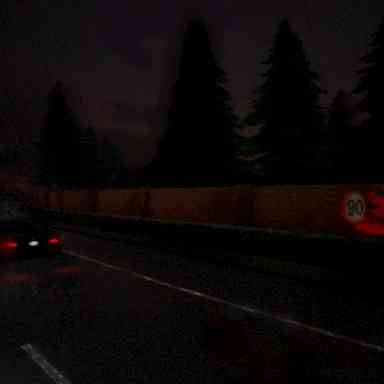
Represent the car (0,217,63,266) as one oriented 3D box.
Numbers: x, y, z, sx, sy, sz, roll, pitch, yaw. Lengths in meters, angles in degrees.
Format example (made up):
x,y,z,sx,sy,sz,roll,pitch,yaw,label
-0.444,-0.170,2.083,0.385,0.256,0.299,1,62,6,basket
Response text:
x,y,z,sx,sy,sz,roll,pitch,yaw,label
-6.333,1.601,11.839,2.033,1.411,5.357,-1,0,-40,car
